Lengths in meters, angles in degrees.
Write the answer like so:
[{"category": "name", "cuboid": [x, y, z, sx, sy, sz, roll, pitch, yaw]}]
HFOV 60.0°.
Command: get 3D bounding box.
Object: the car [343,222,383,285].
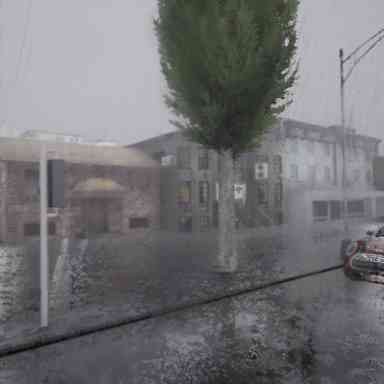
[{"category": "car", "cuboid": [6.218, 1.479, 9.336, 4.553, 1.767, 2.097, 0, -2, -37]}]
